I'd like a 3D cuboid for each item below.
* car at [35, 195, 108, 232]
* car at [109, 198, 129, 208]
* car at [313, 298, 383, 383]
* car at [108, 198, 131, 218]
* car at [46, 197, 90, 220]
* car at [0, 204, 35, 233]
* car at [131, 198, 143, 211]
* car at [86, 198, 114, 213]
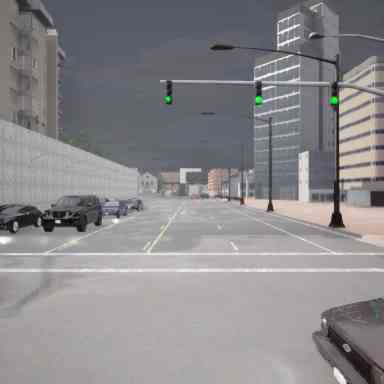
[{"bbox_3d":[-7.107,1.221,20.401,2.150,2.045,5.566,0,0,0],"label":"car"},{"bbox_3d":[-10.581,1.601,48.715,1.895,1.301,4.718,0,0,0],"label":"car"},{"bbox_3d":[4.209,1.549,3.498,5.357,1.411,2.033,0,0,0],"label":"car"},{"bbox_3d":[-7.114,1.526,30.042,1.812,1.442,4.674,0,0,0],"label":"car"},{"bbox_3d":[-10.615,1.352,28.837,2.097,1.767,4.553,0,0,0],"label":"car"},{"bbox_3d":[-10.610,1.505,19.769,1.837,1.490,4.892,0,0,0],"label":"car"},{"bbox_3d":[-7.111,1.491,40.384,2.128,1.511,4.902,0,0,0],"label":"car"},{"bbox_3d":[-10.614,1.505,38.655,1.837,1.490,4.892,0,0,0],"label":"car"}]
